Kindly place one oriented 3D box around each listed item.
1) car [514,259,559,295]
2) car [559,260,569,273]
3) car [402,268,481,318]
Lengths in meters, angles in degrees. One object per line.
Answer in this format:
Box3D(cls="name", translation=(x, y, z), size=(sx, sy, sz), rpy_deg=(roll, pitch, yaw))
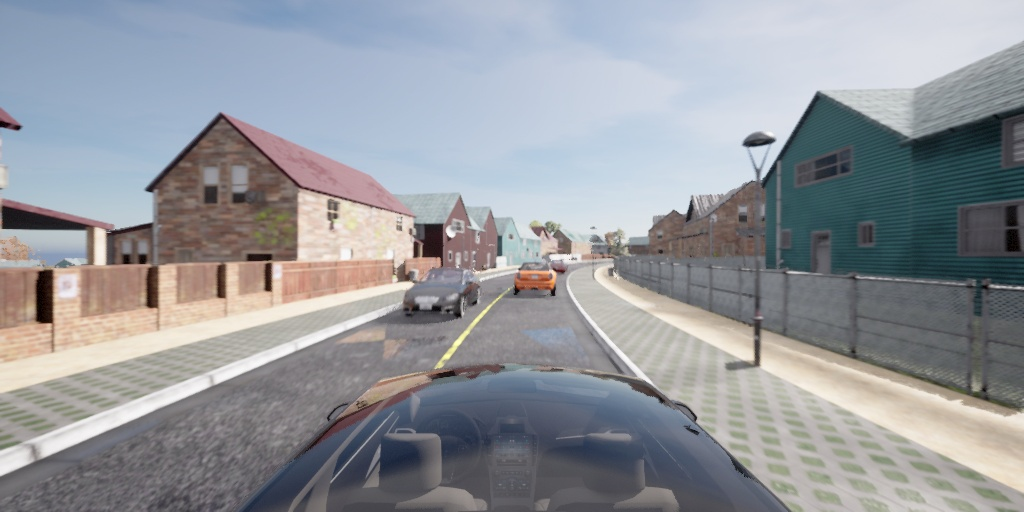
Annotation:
Box3D(cls="car", translation=(1.340, 1.021, 19.468), size=(2.097, 1.767, 4.553), rpy_deg=(0, 0, 7))
Box3D(cls="car", translation=(5.022, 1.140, 39.022), size=(1.994, 1.385, 4.181), rpy_deg=(0, 0, 14))
Box3D(cls="car", translation=(-2.297, 1.181, 12.766), size=(2.128, 1.511, 4.902), rpy_deg=(0, 0, 4))
